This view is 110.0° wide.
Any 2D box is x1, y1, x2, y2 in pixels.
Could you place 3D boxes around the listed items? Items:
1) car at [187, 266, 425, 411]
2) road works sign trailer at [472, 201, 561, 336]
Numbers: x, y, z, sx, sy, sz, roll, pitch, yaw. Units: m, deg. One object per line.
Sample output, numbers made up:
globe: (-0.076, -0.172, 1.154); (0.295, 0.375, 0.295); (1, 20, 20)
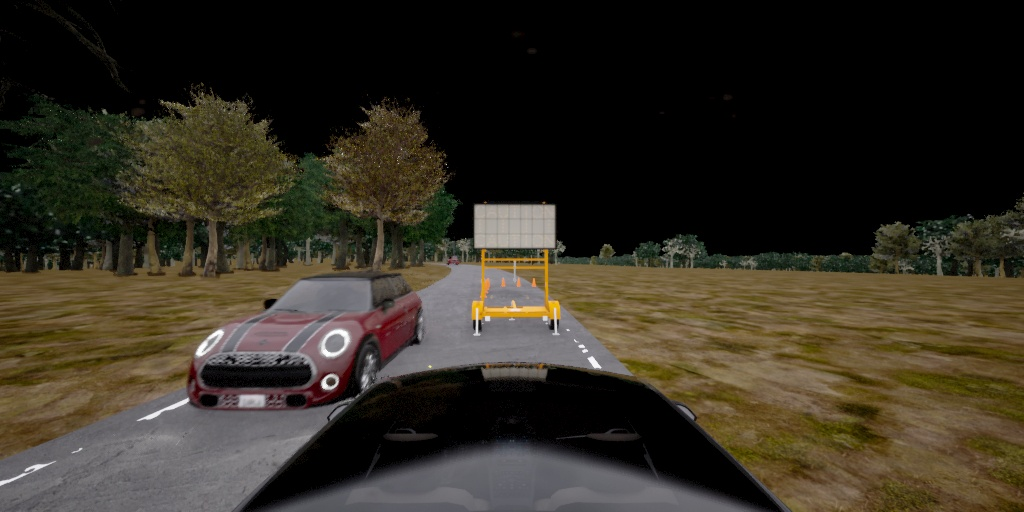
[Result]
car: (-3.048, 1.099, 6.425); (2.097, 1.767, 4.553); (0, 0, 0)
road works sign trailer: (0.077, 0.214, 10.436); (2.380, 3.560, 2.880); (0, 0, -2)
